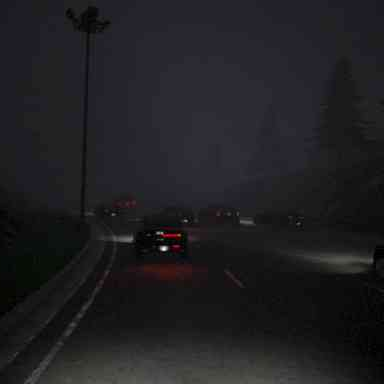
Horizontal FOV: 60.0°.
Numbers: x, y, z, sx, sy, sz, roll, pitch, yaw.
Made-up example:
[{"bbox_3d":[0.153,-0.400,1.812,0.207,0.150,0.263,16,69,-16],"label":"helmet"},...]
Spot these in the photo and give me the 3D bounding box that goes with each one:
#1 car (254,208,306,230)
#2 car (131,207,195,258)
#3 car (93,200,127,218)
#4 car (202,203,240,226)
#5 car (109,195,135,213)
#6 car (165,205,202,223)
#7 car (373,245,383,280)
[{"bbox_3d":[6.344,1.923,24.546,2.128,1.511,4.902,2,-1,-19],"label":"car"},{"bbox_3d":[-1.359,1.600,13.235,1.837,1.490,4.892,2,-1,-11],"label":"car"},{"bbox_3d":[-7.957,1.688,31.310,1.895,1.301,4.718,2,-1,-28],"label":"car"},{"bbox_3d":[1.959,1.675,26.432,2.097,1.767,4.553,2,-1,-21],"label":"car"},{"bbox_3d":[-8.462,1.379,39.447,2.150,2.045,5.566,2,0,-29],"label":"car"},{"bbox_3d":[-1.254,1.720,24.905,1.837,1.490,4.892,2,-1,-20],"label":"car"},{"bbox_3d":[6.486,1.746,7.962,1.882,1.535,5.008,2,-1,-5],"label":"car"}]
